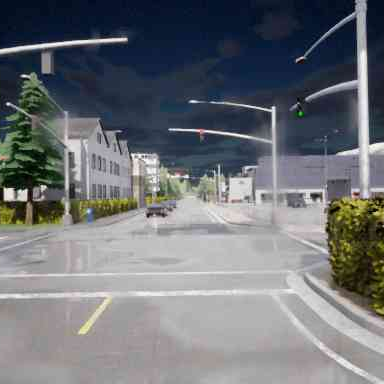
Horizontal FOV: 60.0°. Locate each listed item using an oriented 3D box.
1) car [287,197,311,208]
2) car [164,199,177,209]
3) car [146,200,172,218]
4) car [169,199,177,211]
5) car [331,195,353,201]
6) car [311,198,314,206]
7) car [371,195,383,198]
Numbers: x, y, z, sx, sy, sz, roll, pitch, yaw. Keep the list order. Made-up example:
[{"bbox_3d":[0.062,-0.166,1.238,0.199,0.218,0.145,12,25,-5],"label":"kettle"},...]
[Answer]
[{"bbox_3d":[15.444,1.629,49.122,2.007,1.523,4.514,-1,-1,0],"label":"car"},{"bbox_3d":[-3.523,1.994,55.275,1.837,1.490,4.892,-1,0,0],"label":"car"},{"bbox_3d":[-3.588,1.844,34.567,2.033,1.411,5.357,-1,-1,0],"label":"car"},{"bbox_3d":[-3.572,1.885,44.863,2.128,1.511,4.902,-1,-1,0],"label":"car"},{"bbox_3d":[25.507,1.398,56.516,2.152,1.636,5.027,-1,-1,0],"label":"car"},{"bbox_3d":[19.092,1.573,56.179,1.970,1.475,3.806,-1,-1,0],"label":"car"},{"bbox_3d":[19.128,1.183,31.253,1.905,1.878,3.866,-1,-1,0],"label":"car"}]
